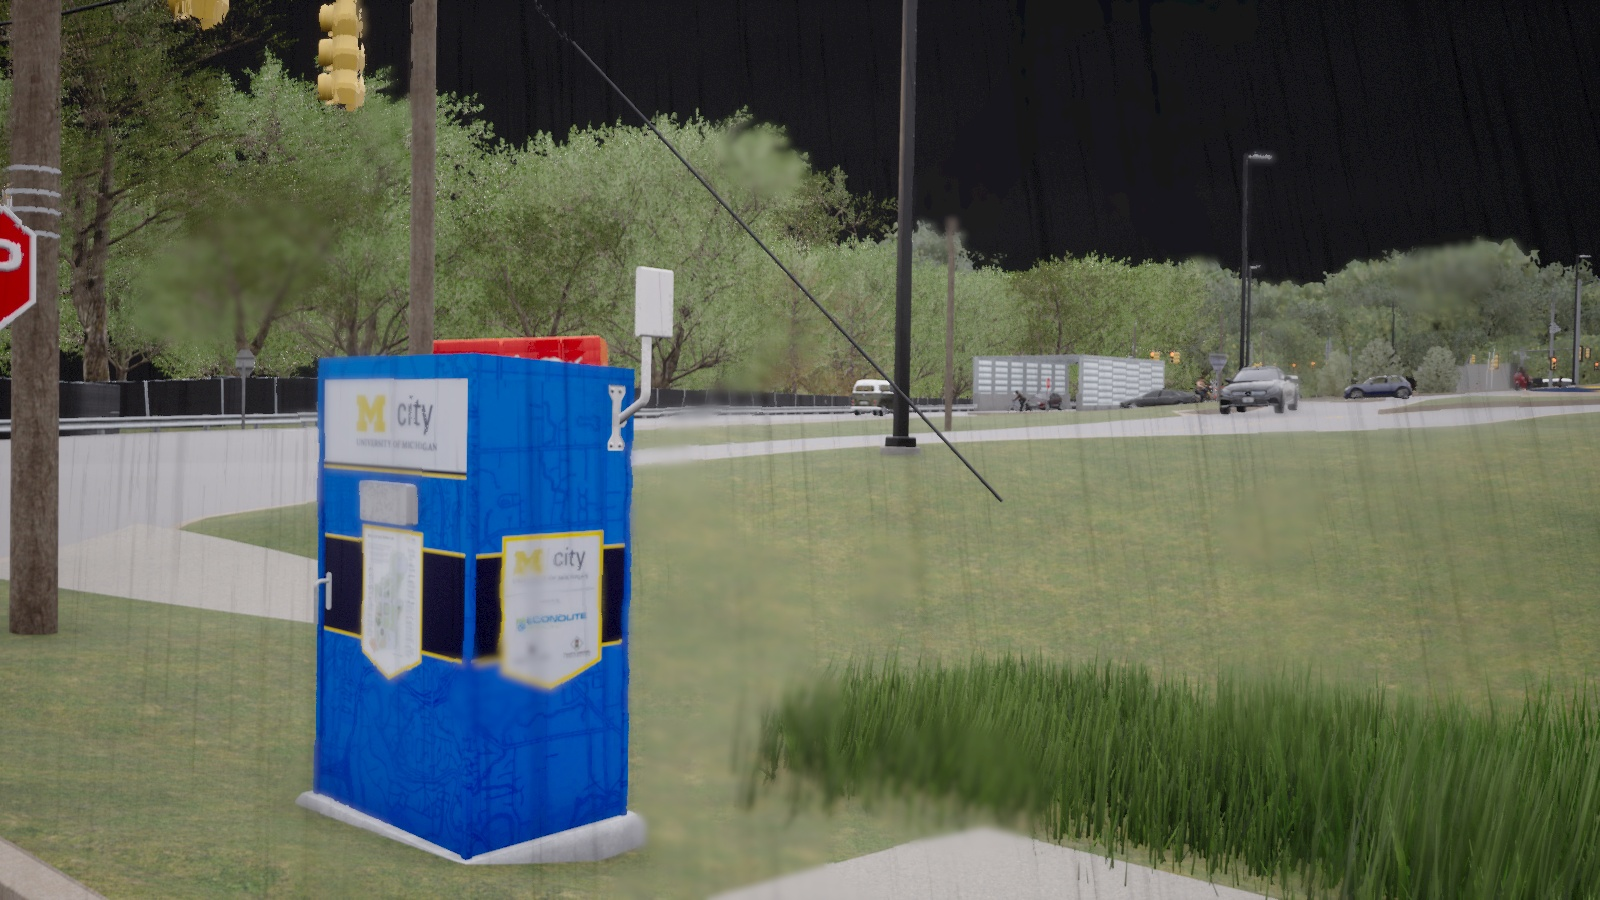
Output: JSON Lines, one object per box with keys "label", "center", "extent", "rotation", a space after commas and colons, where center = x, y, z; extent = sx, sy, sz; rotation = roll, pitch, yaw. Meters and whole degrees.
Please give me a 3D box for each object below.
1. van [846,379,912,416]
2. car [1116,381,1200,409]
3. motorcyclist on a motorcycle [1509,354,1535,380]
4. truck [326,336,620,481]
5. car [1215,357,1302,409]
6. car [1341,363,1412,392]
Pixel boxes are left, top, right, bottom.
{"label": "van", "center": [4.553, -3.027, 71.713], "extent": [2.069, 2.038, 4.480], "rotation": [1, 3, 28]}
{"label": "car", "center": [22.851, -3.476, 80.260], "extent": [4.892, 1.490, 1.837], "rotation": [-2, 0, 25]}
{"label": "motorcyclist on a motorcycle", "center": [44.094, -5.059, 76.671], "extent": [2.044, 1.523, 0.797], "rotation": [-6, 6, -41]}
{"label": "truck", "center": [-6.406, -0.827, 25.297], "extent": [5.204, 2.467, 2.627], "rotation": [-4, 1, -4]}
{"label": "car", "center": [14.183, -2.097, 38.700], "extent": [1.812, 1.442, 4.674], "rotation": [-1, 3, 29]}
{"label": "car", "center": [34.740, -4.373, 75.721], "extent": [3.806, 1.475, 1.970], "rotation": [-3, 2, 24]}
